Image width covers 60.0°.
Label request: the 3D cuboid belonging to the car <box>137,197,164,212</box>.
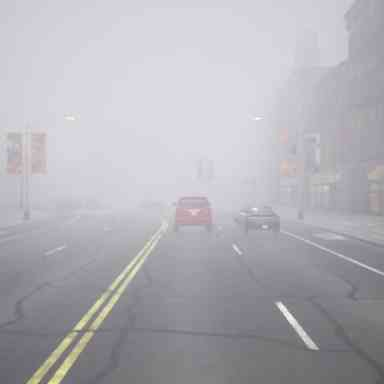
[{"bbox_3d":[-4.948,1.478,39.168,1.882,1.535,5.008,0,0,-28],"label":"car"}]

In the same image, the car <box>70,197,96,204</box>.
[{"bbox_3d":[-20.460,1.596,62.326,4.718,1.301,1.895,0,0,30],"label":"car"}]

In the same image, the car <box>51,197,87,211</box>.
[{"bbox_3d":[-15.508,1.602,41.817,1.895,1.301,4.718,0,0,-44],"label":"car"}]

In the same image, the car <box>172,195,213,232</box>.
[{"bbox_3d":[-0.001,1.222,20.263,2.150,2.045,5.566,0,0,-2],"label":"car"}]

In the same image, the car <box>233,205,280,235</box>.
[{"bbox_3d":[3.525,1.491,18.785,2.128,1.511,4.902,0,0,-2],"label":"car"}]

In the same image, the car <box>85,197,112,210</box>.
[{"bbox_3d":[-12.152,1.527,43.160,1.812,1.442,4.674,0,0,-41],"label":"car"}]

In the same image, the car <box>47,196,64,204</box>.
[{"bbox_3d":[-25.764,1.522,64.496,4.674,1.452,2.002,0,0,20],"label":"car"}]
